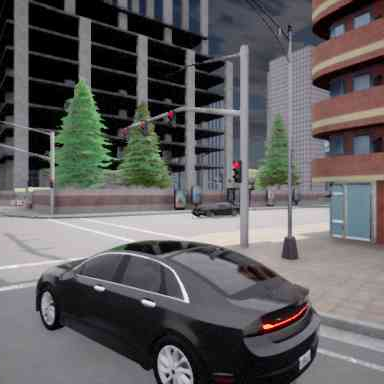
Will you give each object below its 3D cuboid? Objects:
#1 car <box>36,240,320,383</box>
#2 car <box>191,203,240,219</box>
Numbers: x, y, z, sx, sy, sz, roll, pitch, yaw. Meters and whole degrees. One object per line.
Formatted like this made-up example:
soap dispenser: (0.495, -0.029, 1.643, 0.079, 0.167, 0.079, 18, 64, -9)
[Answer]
car: (-0.634, 1.504, 5.094, 4.892, 1.490, 1.837, 0, 0, 41)
car: (2.247, 1.652, 30.066, 4.718, 1.301, 1.895, 0, 0, -35)
